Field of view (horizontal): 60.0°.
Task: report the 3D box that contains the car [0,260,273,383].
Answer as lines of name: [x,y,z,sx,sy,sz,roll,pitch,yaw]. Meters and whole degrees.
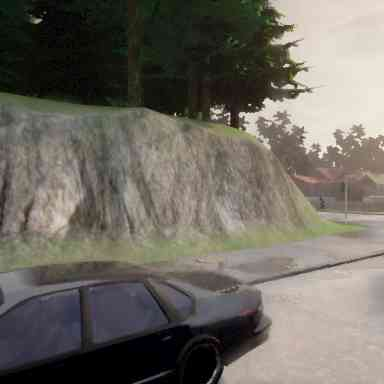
car: [-1.492,1.547,3.543,5.357,1.411,2.033,0,0,-36]

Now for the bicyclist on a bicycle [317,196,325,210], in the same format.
bicyclist on a bicycle: [15.552,1.349,39.986,1.656,1.620,0.582,0,0,-36]
